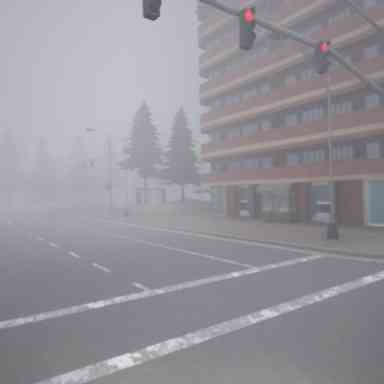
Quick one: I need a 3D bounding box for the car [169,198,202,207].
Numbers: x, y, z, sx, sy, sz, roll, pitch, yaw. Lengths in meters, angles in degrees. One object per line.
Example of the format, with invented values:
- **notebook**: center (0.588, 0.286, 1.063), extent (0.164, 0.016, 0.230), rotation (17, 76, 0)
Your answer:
- **car**: center (-0.934, 1.561, 47.801), extent (5.357, 1.411, 2.033), rotation (-1, 0, -34)
